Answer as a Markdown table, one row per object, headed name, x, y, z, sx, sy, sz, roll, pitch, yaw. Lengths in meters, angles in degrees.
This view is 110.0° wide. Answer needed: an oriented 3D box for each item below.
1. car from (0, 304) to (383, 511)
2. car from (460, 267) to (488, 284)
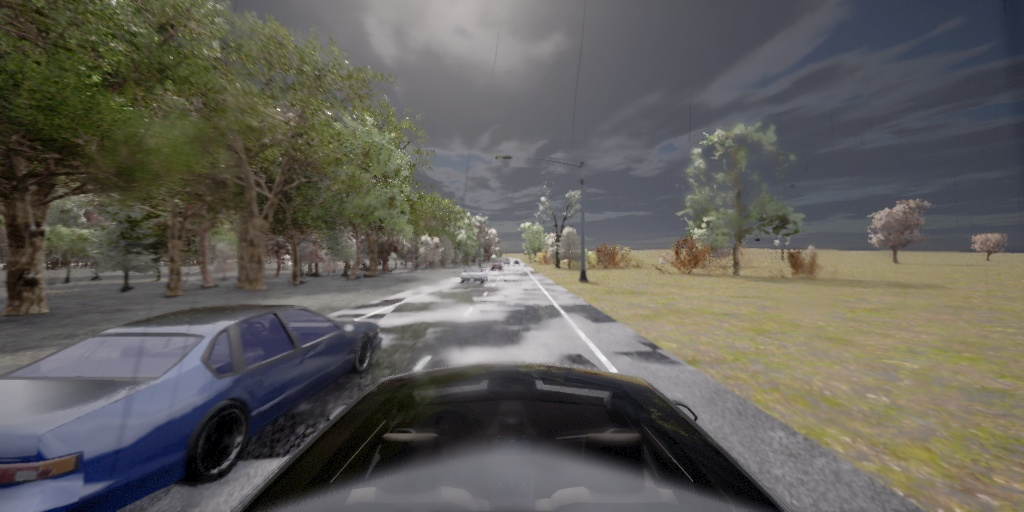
| name | x | y | z | sx | sy | sz | roll | pitch | yaw |
| --- | --- | --- | --- | --- | --- | --- | --- | --- | --- |
| car | -3.478 | 1.332 | 4.586 | 2.033 | 1.411 | 5.357 | 0 | -1 | 1 |
| car | -3.138 | 1.612 | 30.558 | 1.895 | 1.301 | 4.718 | 0 | 0 | 1 |
